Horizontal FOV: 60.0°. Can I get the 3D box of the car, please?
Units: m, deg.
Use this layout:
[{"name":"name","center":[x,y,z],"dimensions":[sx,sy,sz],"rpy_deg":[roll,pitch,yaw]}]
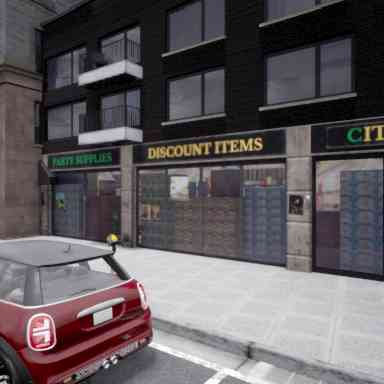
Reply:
[{"name":"car","center":[-2.594,1.440,4.925],"dimensions":[4.097,1.590,1.967],"rpy_deg":[0,0,35]}]
